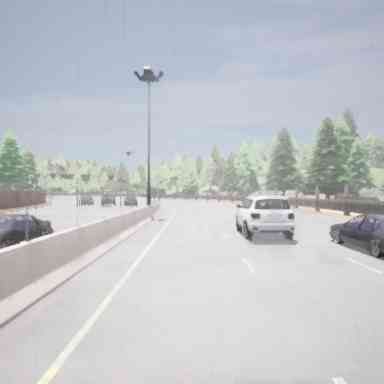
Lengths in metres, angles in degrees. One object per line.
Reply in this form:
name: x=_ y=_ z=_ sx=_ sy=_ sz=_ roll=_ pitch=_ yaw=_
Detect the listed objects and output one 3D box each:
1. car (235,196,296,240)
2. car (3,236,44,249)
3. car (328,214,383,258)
car: x=3.593 y=1.217 z=17.125 sx=2.150 sy=2.045 sz=5.566 roll=0 pitch=0 yaw=0
car: x=-7.106 y=1.543 z=12.648 sx=2.033 sy=1.411 sz=5.357 roll=0 pitch=0 yaw=0
car: x=7.095 y=1.545 z=12.640 sx=2.033 sy=1.411 sz=5.357 roll=0 pitch=0 yaw=0
